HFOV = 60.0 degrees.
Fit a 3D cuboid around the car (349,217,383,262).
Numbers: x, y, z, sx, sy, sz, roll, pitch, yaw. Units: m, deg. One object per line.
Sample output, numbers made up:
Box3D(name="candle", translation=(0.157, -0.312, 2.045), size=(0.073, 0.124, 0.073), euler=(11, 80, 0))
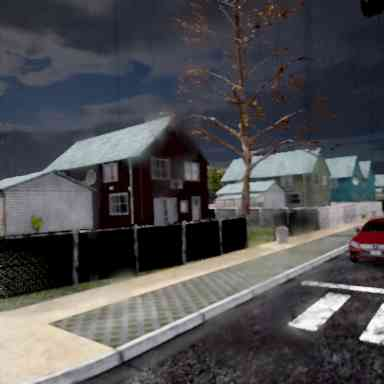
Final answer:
Box3D(name="car", translation=(7.317, 1.702, 12.456), size=(1.812, 1.442, 4.674), euler=(-5, -3, 39))
